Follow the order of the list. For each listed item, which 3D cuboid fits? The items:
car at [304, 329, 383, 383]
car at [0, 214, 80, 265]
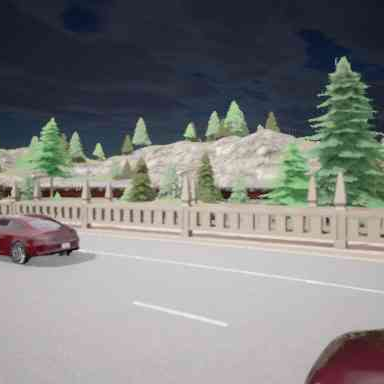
[{"bbox_3d":[2.729,1.551,1.839,4.181,1.385,1.994,0,0,36],"label":"car"},{"bbox_3d":[-5.905,1.496,11.420,4.674,1.442,1.812,0,0,29],"label":"car"}]
